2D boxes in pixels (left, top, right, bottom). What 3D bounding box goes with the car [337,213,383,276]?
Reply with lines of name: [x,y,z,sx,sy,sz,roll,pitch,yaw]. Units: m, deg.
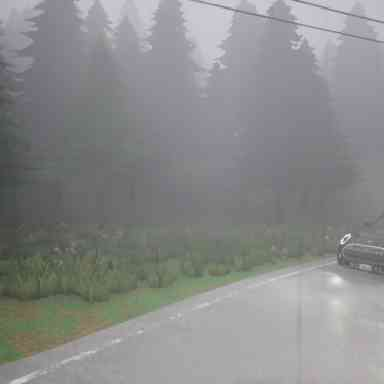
car: [6.307,1.320,9.641,4.553,1.767,2.097,0,0,-32]
